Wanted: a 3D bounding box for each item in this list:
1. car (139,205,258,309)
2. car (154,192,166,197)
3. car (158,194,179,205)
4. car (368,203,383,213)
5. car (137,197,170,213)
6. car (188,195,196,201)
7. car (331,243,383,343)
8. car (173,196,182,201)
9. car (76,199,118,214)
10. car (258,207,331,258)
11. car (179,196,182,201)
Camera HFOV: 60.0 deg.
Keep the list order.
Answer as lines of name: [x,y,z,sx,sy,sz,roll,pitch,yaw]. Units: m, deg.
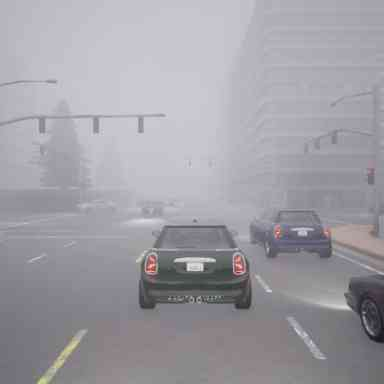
car: [0.067,1.352,8.029,2.097,1.767,4.553,0,0,0]
car: [-7.048,1.352,66.798,2.097,1.767,4.553,0,0,0]
car: [-3.619,1.487,51.118,2.128,1.511,4.902,0,0,0]
car: [19.922,1.492,32.505,5.357,1.411,2.033,0,0,-18]
car: [-3.619,1.482,31.596,2.128,1.511,4.902,0,0,0]
car: [-0.036,1.525,81.166,2.128,1.511,4.902,0,0,0]
car: [3.597,1.547,3.394,2.033,1.411,5.357,0,0,0]
car: [-3.536,1.590,81.239,1.895,1.301,4.718,0,0,0]
car: [-10.039,1.521,35.410,1.812,1.442,4.674,2,1,42]
car: [3.581,1.352,12.869,2.097,1.767,4.553,0,0,0]
car: [-3.558,1.563,66.105,1.994,1.385,4.181,0,0,1]
